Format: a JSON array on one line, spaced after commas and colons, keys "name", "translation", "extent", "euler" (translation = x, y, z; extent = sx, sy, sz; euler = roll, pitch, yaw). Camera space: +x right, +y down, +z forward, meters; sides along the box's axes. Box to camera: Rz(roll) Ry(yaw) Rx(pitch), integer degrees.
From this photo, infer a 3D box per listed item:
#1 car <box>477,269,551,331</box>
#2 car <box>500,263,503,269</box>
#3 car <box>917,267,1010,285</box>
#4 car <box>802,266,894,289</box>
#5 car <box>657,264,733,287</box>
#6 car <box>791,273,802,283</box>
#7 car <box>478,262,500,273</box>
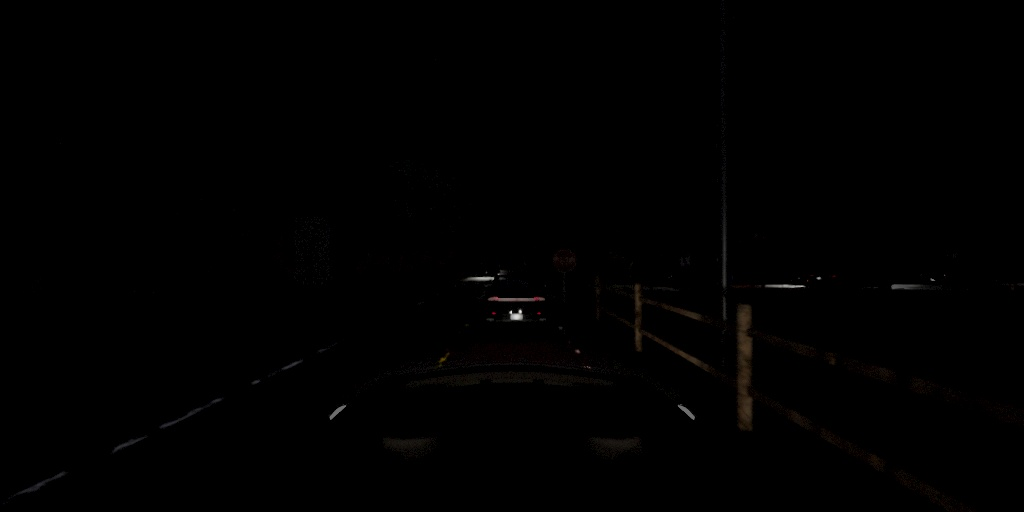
[{"name": "car", "translation": [0.119, 1.322, 11.351], "extent": [2.128, 1.511, 4.902], "euler": [0, 0, 0]}, {"name": "car", "translation": [-2.720, 1.632, 50.974], "extent": [1.837, 1.490, 4.892], "euler": [0, 0, 0]}, {"name": "car", "translation": [32.643, 1.418, 26.030], "extent": [4.718, 1.301, 1.895], "euler": [0, -1, -1]}, {"name": "car", "translation": [21.613, 1.380, 22.941], "extent": [4.181, 1.385, 1.994], "euler": [0, -1, -1]}, {"name": "car", "translation": [13.041, 1.375, 25.713], "extent": [5.008, 1.535, 1.882], "euler": [0, -1, -2]}, {"name": "car", "translation": [22.697, 1.423, 25.884], "extent": [4.181, 1.385, 1.994], "euler": [0, -1, 0]}, {"name": "car", "translation": [-2.751, 1.621, 40.773], "extent": [1.994, 1.385, 4.181], "euler": [0, 0, 1]}]
